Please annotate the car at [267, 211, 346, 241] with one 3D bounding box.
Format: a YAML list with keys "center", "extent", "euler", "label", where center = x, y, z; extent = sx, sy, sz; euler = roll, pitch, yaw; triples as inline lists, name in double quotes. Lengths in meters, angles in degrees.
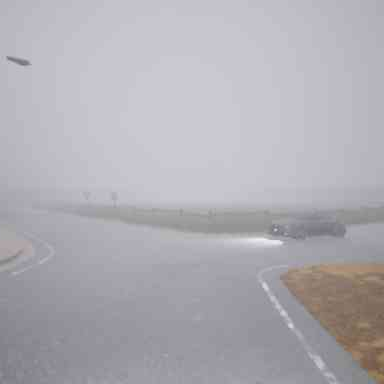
- center: [6.131, 1.749, 17.796]
  extent: [4.181, 1.385, 1.994]
  euler: [0, 0, -23]
  label: "car"
